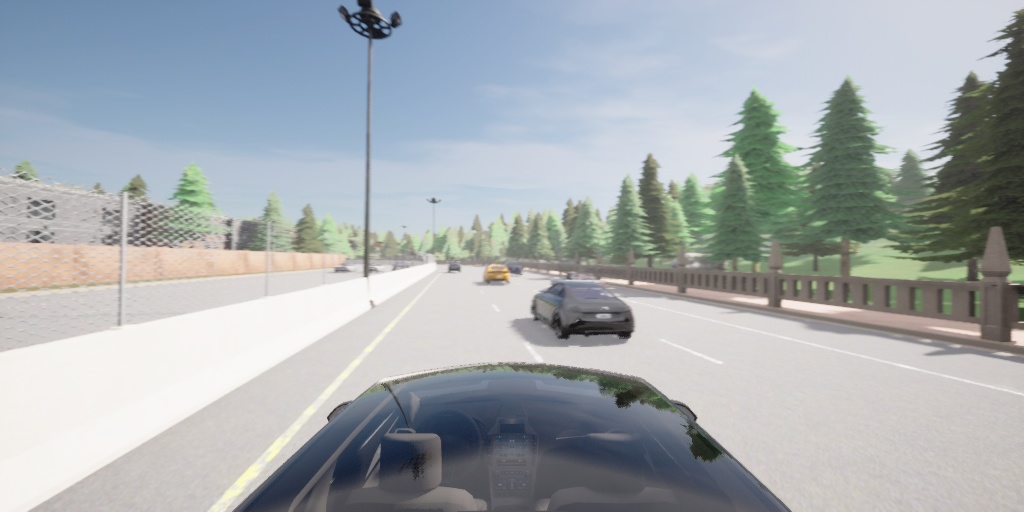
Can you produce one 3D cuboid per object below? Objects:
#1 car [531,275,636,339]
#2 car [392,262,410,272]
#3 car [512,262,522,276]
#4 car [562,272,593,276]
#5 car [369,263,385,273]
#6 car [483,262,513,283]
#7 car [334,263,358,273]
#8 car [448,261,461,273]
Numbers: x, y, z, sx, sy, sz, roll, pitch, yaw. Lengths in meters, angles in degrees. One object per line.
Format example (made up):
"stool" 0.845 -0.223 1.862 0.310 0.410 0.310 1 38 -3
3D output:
"car" 1.877 1.430 10.585 1.994 1.385 4.181 1 -1 -9
"car" -14.984 1.536 48.586 2.128 1.511 4.902 1 -1 -9
"car" -0.138 1.553 45.124 2.097 1.767 4.553 1 0 -9
"car" 3.721 1.601 21.134 1.895 1.301 4.718 1 -1 -9
"car" -18.465 1.594 48.193 1.895 1.301 4.718 1 -1 -9
"car" -1.422 1.515 31.081 1.882 1.535 5.008 1 0 -9
"car" -21.878 1.541 47.359 1.895 1.301 4.718 1 -1 -9
"car" -8.557 1.666 53.369 2.128 1.511 4.902 1 -1 -9
